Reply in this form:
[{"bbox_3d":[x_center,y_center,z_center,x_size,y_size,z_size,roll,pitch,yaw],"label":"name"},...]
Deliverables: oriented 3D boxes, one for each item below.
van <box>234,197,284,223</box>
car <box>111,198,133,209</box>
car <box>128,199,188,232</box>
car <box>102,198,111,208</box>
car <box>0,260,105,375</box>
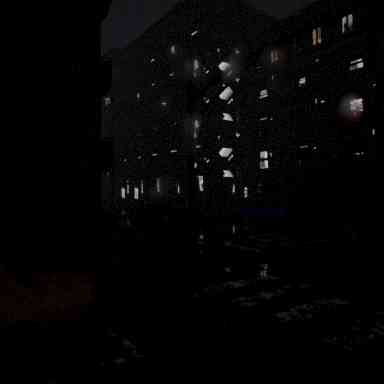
[{"bbox_3d":[4.913,1.279,24.934,1.690,1.788,3.998,0,0,-36],"label":"van"},{"bbox_3d":[-8.407,1.462,43.249,1.887,1.381,4.507,-1,0,-36],"label":"car"},{"bbox_3d":[-1.876,1.440,20.020,1.967,1.590,4.097,0,0,-36],"label":"car"},{"bbox_3d":[-11.737,1.462,47.827,1.887,1.381,4.507,-1,0,-36],"label":"car"},{"bbox_3d":[-3.568,1.526,4.020,4.829,1.417,1.752,0,0,-36],"label":"car"}]
